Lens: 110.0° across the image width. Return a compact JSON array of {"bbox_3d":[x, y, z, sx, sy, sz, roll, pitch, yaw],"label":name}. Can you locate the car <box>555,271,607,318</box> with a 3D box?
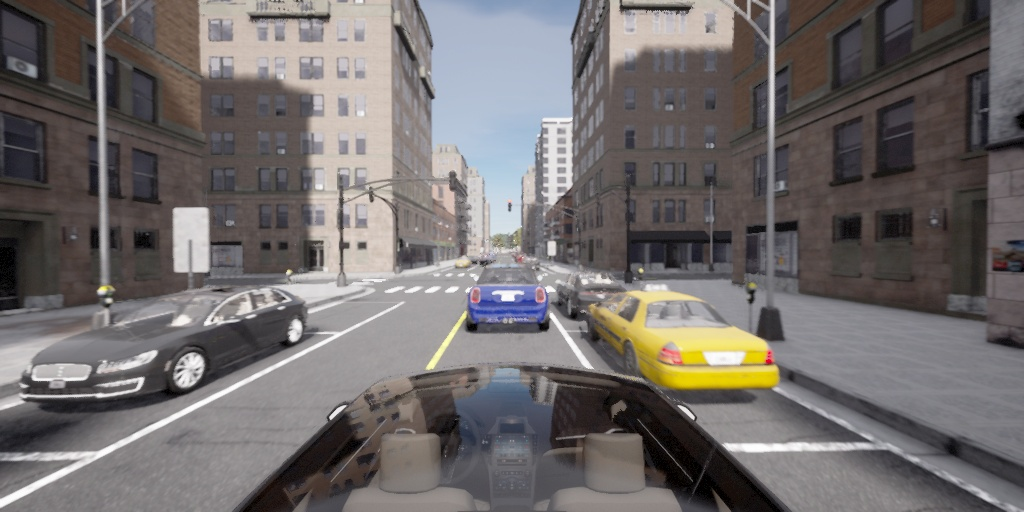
[{"bbox_3d":[2.505,1.152,11.983,2.007,1.370,4.403,0,0,-1],"label":"car"}]

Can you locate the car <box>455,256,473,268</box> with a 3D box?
[{"bbox_3d":[-6.000,0.727,44.245,1.751,1.417,4.829,0,0,-1],"label":"car"}]

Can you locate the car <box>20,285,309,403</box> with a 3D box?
[{"bbox_3d":[-5.443,1.260,6.459,2.007,1.370,4.403,0,0,-1],"label":"car"}]

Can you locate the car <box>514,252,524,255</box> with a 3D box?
[{"bbox_3d":[1.770,0.375,61.576,1.967,1.591,4.097,0,0,-1],"label":"car"}]

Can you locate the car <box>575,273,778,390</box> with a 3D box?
[{"bbox_3d":[2.588,1.199,6.748,1.751,1.417,4.829,0,0,-1],"label":"car"}]

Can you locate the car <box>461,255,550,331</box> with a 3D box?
[{"bbox_3d":[-0.113,0.982,10.720,2.097,1.767,4.553,0,1,0],"label":"car"}]
